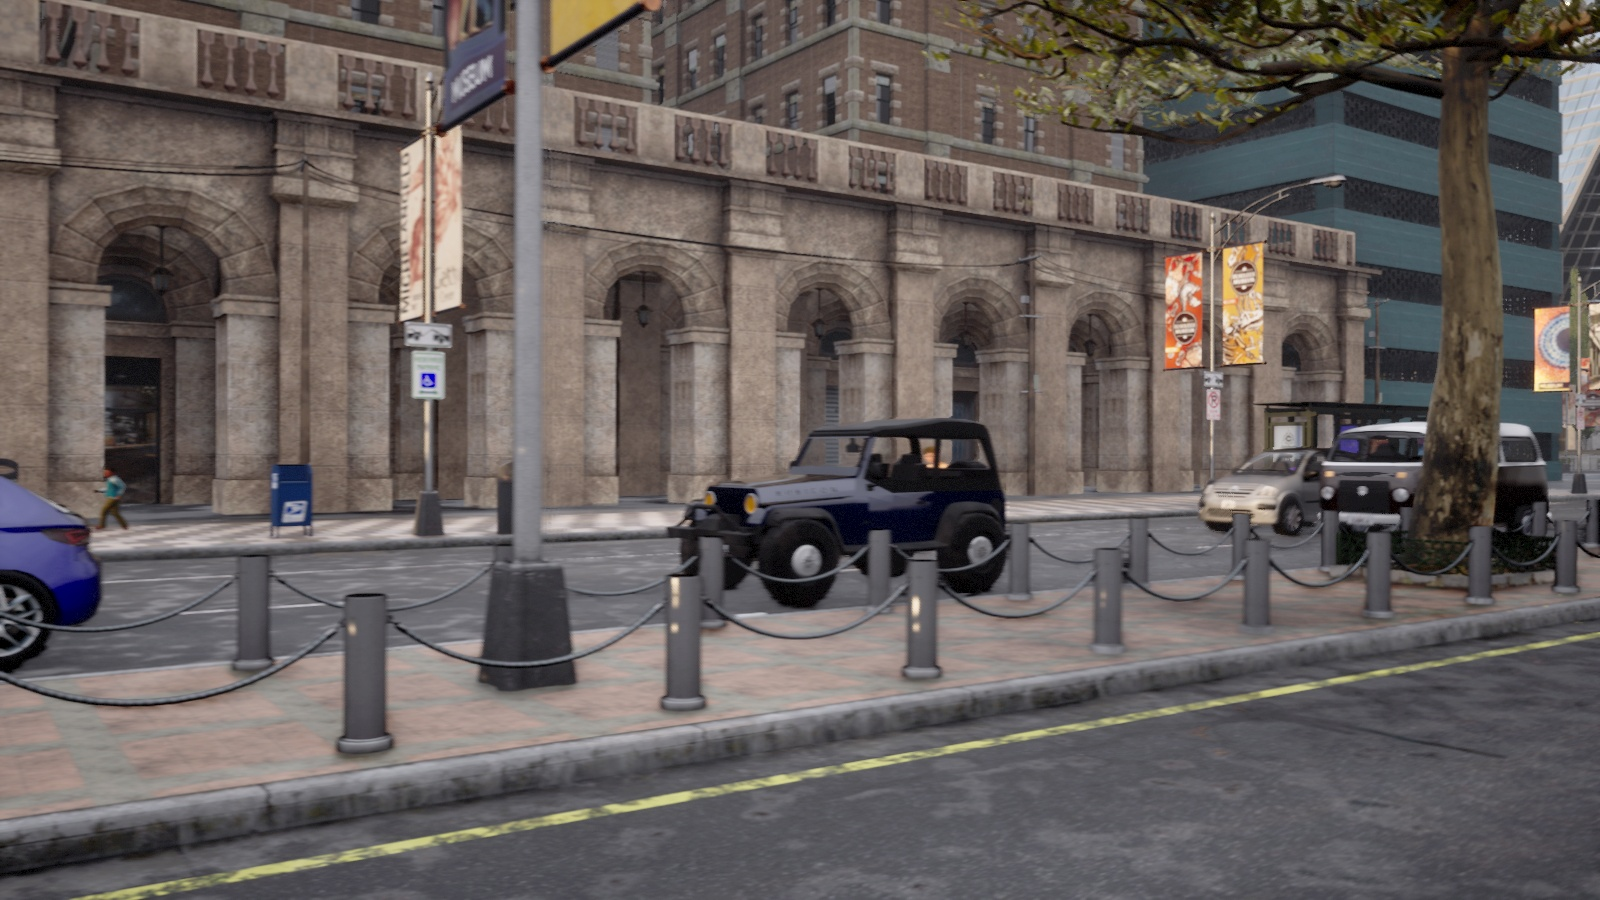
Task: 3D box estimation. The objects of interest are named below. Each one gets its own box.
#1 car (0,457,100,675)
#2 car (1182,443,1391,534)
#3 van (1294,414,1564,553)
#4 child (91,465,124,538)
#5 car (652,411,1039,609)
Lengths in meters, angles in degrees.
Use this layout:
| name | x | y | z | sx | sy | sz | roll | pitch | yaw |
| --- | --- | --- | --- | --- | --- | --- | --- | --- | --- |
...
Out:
| name | x | y | z | sx | sy | sz | roll | pitch | yaw |
| --- | --- | --- | --- | --- | --- | --- | --- | --- | --- |
| car | -7.179 | 0.794 | 8.409 | 4.193 | 1.474 | 1.816 | 0 | 0 | -35 |
| car | 9.420 | 0.682 | 24.228 | 3.988 | 1.617 | 1.851 | 0 | 0 | -35 |
| van | 10.390 | 0.497 | 20.639 | 4.480 | 2.038 | 2.069 | 0 | 0 | -35 |
| child | -11.569 | 0.857 | 20.967 | 0.448 | 1.192 | 0.343 | 0 | 0 | -35 |
| car | 0.545 | 0.573 | 13.785 | 3.866 | 1.878 | 1.905 | 0 | 0 | -35 |
